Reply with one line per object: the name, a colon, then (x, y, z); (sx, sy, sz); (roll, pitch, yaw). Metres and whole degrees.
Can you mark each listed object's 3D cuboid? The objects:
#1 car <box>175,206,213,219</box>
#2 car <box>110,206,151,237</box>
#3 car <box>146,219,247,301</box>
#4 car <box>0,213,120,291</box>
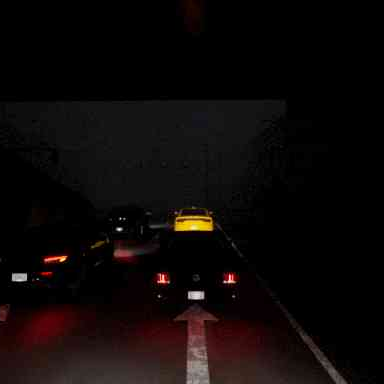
car: (0.088, 1.478, 17.644); (1.882, 1.535, 5.008); (0, 0, 0)
car: (-3.413, 1.505, 18.051); (1.837, 1.490, 4.892); (0, 0, 0)
car: (0.086, 1.601, 8.300); (1.895, 1.301, 4.718); (0, 0, 0)
car: (-3.418, 1.526, 8.893); (1.812, 1.442, 4.674); (0, 0, 0)
